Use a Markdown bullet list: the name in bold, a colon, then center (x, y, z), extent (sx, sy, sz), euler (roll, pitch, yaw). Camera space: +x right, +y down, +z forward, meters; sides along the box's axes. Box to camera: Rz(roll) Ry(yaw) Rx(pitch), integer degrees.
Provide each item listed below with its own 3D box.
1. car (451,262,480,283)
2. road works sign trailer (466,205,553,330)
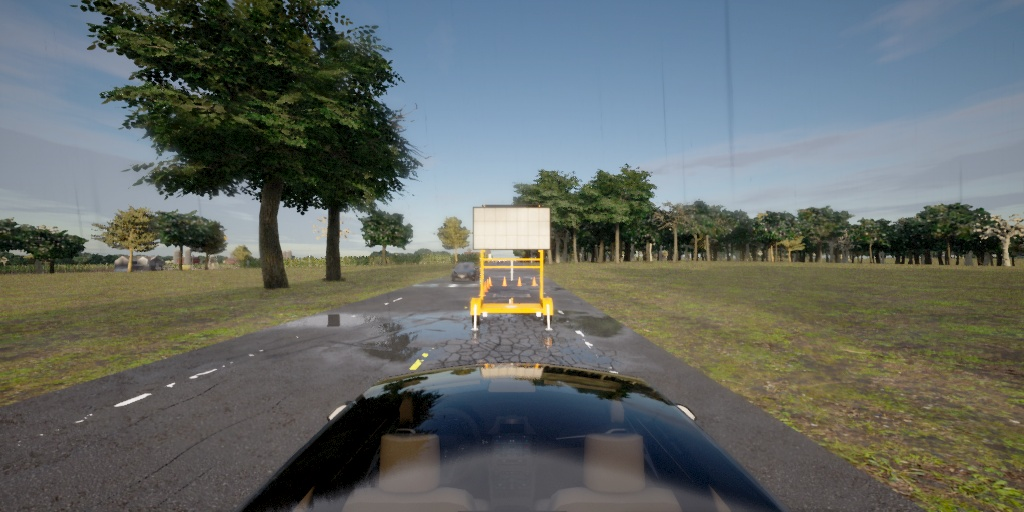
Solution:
- **car**: center (-3.607, 1.269, 28.272), extent (1.837, 1.490, 4.892), euler (0, 0, 0)
- **road works sign trailer**: center (-0.003, 0.218, 11.126), extent (2.380, 3.560, 2.880), euler (0, 0, 0)
